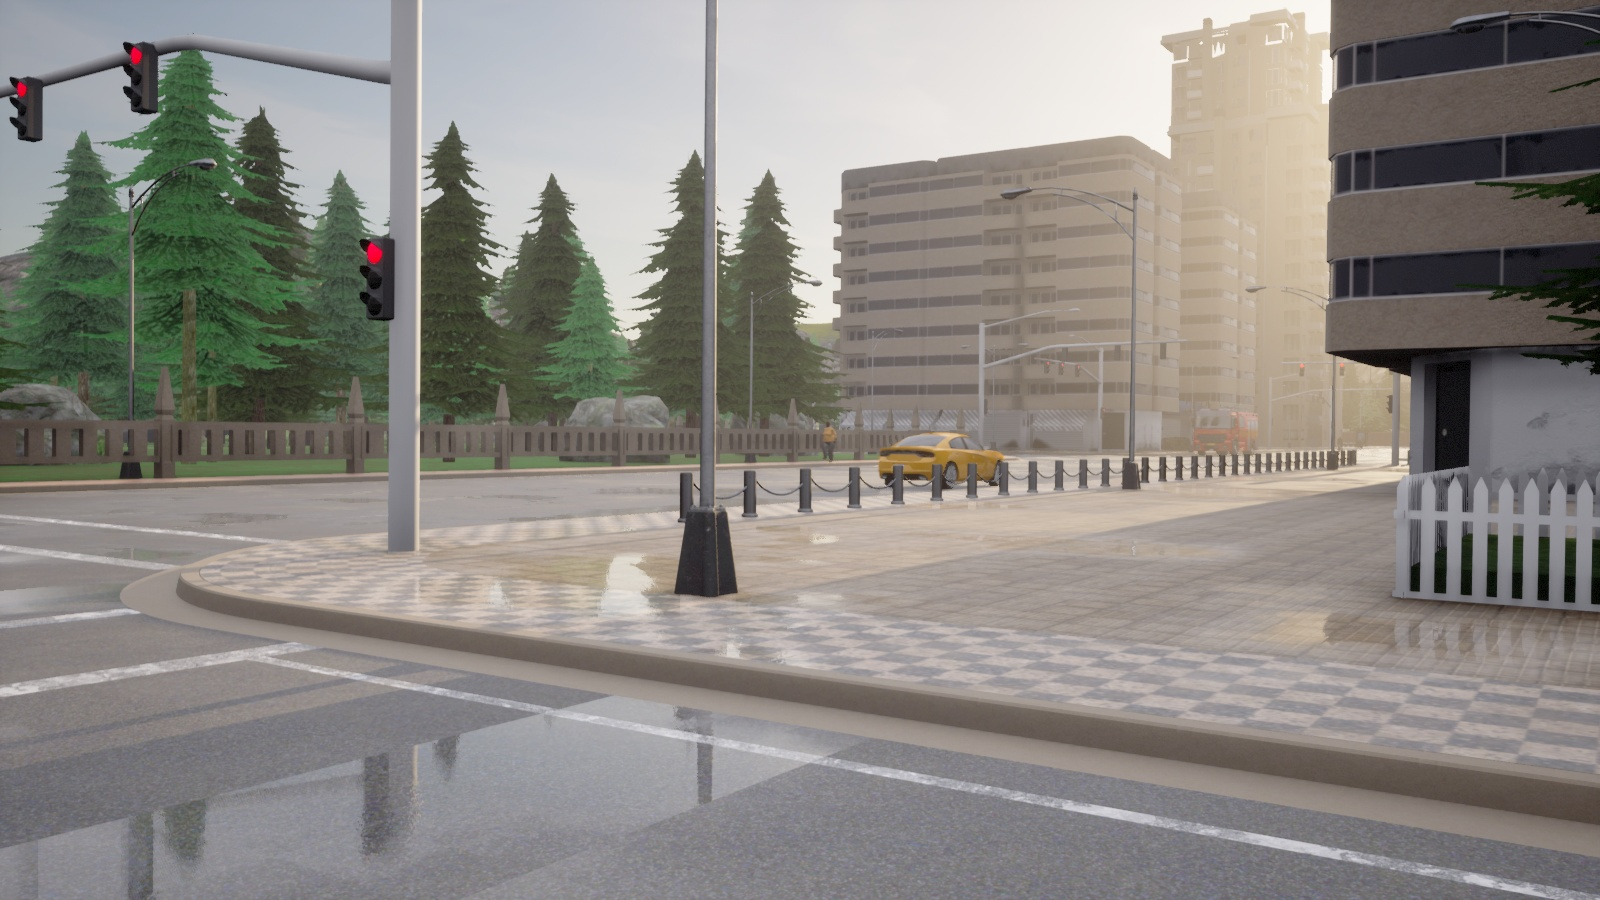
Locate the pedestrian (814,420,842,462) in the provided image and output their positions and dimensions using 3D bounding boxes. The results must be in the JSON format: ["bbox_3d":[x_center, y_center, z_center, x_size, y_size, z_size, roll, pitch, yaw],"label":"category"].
[{"bbox_3d":[1.253,-0.395,55.941,0.874,1.855,0.900,0,1,33],"label":"pedestrian"}]

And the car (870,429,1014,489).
[{"bbox_3d":[4.049,0.190,34.933,1.882,1.535,5.008,0,1,34],"label":"car"}]
